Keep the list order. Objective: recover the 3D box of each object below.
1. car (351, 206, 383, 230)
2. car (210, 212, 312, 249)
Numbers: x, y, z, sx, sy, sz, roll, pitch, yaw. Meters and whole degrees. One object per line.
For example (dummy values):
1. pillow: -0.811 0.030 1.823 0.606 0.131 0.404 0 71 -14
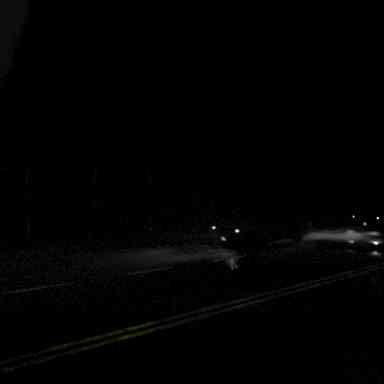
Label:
1. car: 12.142 1.592 21.152 4.718 1.301 1.895 0 0 -35
2. car: 3.098 1.594 14.724 4.718 1.301 1.895 0 0 -35
